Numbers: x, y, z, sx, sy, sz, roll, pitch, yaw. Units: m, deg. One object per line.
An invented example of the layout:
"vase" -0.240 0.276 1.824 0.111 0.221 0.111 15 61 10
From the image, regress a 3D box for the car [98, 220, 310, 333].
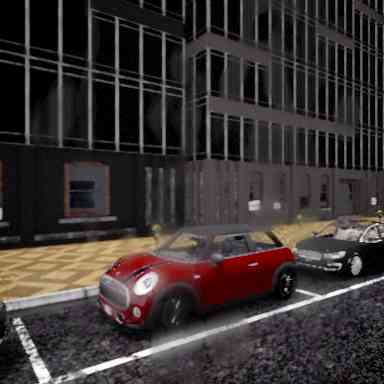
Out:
"car" 0.225 1.437 6.722 4.097 1.590 1.967 0 0 -36

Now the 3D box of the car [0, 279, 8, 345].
"car" -4.410 1.552 3.415 4.403 1.369 2.008 0 0 -36

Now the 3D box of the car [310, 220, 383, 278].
"car" 4.858 1.543 10.028 4.403 1.369 2.008 0 0 -36
